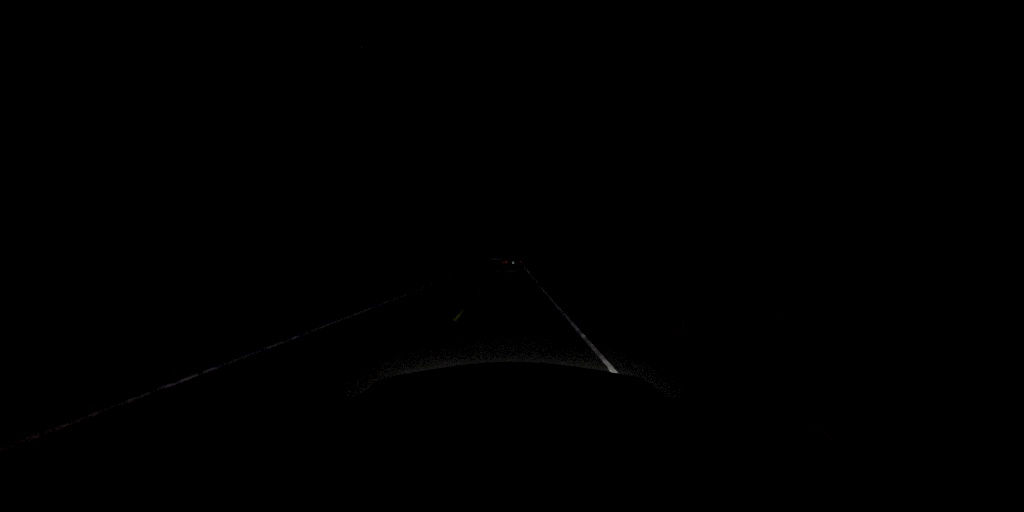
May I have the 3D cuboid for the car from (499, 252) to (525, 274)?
[{"bbox_3d":[0.109,0.704,36.486,2.150,2.045,5.566,0,1,0],"label":"car"}]
